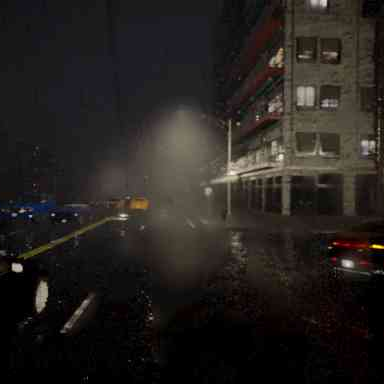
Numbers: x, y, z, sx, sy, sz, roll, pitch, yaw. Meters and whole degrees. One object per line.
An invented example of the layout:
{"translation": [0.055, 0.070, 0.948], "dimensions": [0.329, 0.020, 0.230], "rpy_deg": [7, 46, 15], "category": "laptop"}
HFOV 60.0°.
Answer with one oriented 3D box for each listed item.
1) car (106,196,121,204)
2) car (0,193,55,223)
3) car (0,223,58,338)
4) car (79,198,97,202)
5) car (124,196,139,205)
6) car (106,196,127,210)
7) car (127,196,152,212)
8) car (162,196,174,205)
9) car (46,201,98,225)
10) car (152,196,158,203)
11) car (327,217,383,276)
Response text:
{"translation": [-14.269, 1.440, 60.799], "dimensions": [1.837, 1.490, 4.892], "rpy_deg": [1, 0, -3], "category": "car"}
{"translation": [-11.572, 1.120, 24.026], "dimensions": [2.150, 2.045, 5.566], "rpy_deg": [1, 0, -4], "category": "car"}
{"translation": [-3.505, 1.441, 4.256], "dimensions": [1.882, 1.535, 5.008], "rpy_deg": [1, 0, -3], "category": "car"}
{"translation": [-12.947, 1.451, 40.944], "dimensions": [2.033, 1.411, 5.357], "rpy_deg": [1, 0, -5], "category": "car"}
{"translation": [-11.030, 1.549, 61.060], "dimensions": [2.033, 1.411, 5.357], "rpy_deg": [1, 0, -3], "category": "car"}
{"translation": [-9.836, 1.420, 43.029], "dimensions": [1.882, 1.535, 5.008], "rpy_deg": [1, 0, -4], "category": "car"}
{"translation": [-6.071, 1.458, 38.911], "dimensions": [1.882, 1.535, 5.008], "rpy_deg": [1, 0, -5], "category": "car"}
{"translation": [-4.204, 1.502, 57.765], "dimensions": [1.882, 1.535, 5.008], "rpy_deg": [1, 0, -4], "category": "car"}
{"translation": [-8.259, 1.534, 23.293], "dimensions": [1.895, 1.301, 4.718], "rpy_deg": [1, 0, -4], "category": "car"}
{"translation": [-8.151, 1.467, 68.102], "dimensions": [1.882, 1.535, 5.008], "rpy_deg": [1, 0, -3], "category": "car"}
{"translation": [5.739, 1.371, 8.618], "dimensions": [4.892, 1.490, 1.837], "rpy_deg": [0, -4, -25], "category": "car"}
